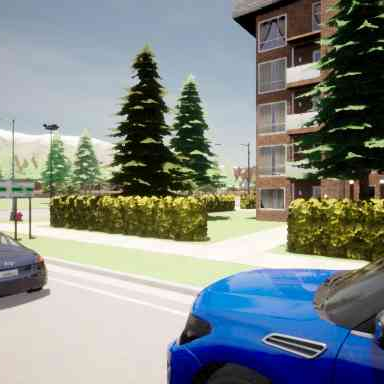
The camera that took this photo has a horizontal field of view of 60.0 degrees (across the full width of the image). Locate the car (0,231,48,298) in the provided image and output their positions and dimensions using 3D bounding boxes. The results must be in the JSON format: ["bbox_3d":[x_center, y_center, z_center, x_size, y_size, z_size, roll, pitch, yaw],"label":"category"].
[{"bbox_3d":[-5.207,1.564,7.672,4.181,1.385,1.994,0,0,36],"label":"car"}]

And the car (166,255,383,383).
[{"bbox_3d":[2.411,1.221,2.270,5.566,2.045,2.150,0,0,36],"label":"car"}]
